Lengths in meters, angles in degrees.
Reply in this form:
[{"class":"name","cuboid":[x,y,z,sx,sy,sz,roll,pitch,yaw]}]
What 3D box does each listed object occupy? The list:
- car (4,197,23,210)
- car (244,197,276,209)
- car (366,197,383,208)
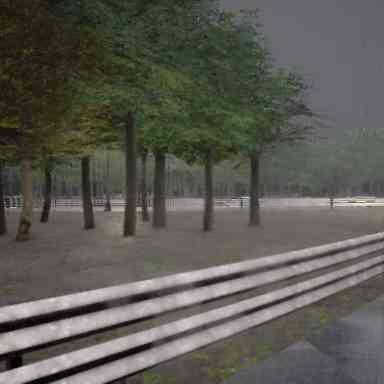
[{"class":"car","cuboid":[-22.501,1.306,40.804,5.008,1.535,1.882,0,-1,-2]},{"class":"car","cuboid":[8.599,1.332,42.049,4.181,1.385,1.994,0,-1,-2]},{"class":"car","cuboid":[24.586,1.308,42.690,4.181,1.385,1.994,0,-1,-2]}]
